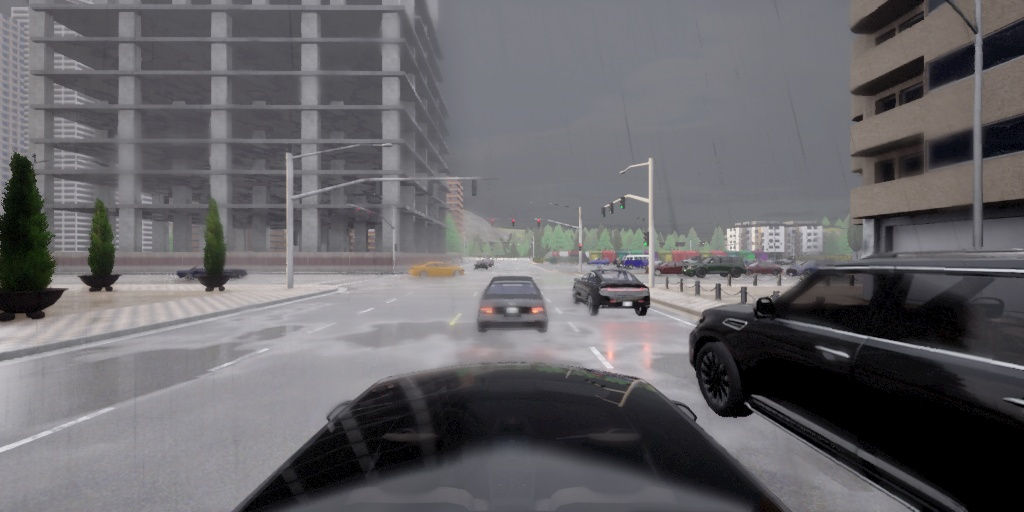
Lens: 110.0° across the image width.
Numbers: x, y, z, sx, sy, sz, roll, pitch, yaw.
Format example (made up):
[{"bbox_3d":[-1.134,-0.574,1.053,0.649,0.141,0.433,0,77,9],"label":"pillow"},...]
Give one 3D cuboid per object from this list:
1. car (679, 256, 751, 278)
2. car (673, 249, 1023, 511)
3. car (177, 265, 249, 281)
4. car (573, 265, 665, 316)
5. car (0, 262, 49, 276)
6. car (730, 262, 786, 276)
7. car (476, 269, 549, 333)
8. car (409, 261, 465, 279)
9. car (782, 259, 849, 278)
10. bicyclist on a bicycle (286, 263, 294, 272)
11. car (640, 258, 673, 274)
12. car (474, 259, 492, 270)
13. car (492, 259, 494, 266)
[{"bbox_3d":[19.211,1.027,34.118,5.566,2.045,2.150,0,0,0],"label":"car"},{"bbox_3d":[3.597,0.972,2.756,2.150,2.045,5.566,0,0,0],"label":"car"},{"bbox_3d":[-24.948,1.406,30.033,4.718,1.301,1.895,0,0,0],"label":"car"},{"bbox_3d":[3.489,1.242,13.325,2.128,1.511,4.902,0,0,-1],"label":"car"},{"bbox_3d":[-51.211,1.331,36.960,4.674,1.442,1.812,0,0,0],"label":"car"},{"bbox_3d":[25.802,1.331,37.665,4.674,1.442,1.812,0,0,0],"label":"car"},{"bbox_3d":[0.015,1.297,10.741,2.033,1.411,5.357,0,0,0],"label":"car"},{"bbox_3d":[-6.828,1.253,32.877,5.008,1.535,1.882,0,1,-24],"label":"car"},{"bbox_3d":[28.853,1.158,34.199,4.553,1.767,2.097,0,0,0],"label":"car"},{"bbox_3d":[-25.993,1.106,42.007,0.582,1.620,1.656,0,0,0],"label":"bicyclist on a bicycle"},{"bbox_3d":[16.492,1.283,37.594,5.008,1.535,1.882,0,0,0],"label":"car"},{"bbox_3d":[-4.457,1.351,52.911,1.895,1.301,4.718,0,0,-1],"label":"car"},{"bbox_3d":[-4.561,1.228,63.078,1.882,1.535,5.008,0,0,0],"label":"car"}]
